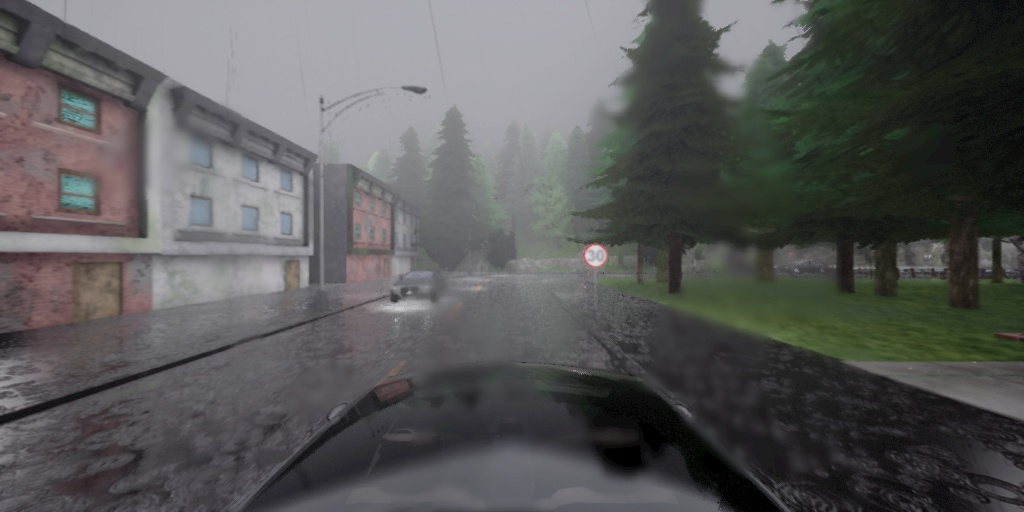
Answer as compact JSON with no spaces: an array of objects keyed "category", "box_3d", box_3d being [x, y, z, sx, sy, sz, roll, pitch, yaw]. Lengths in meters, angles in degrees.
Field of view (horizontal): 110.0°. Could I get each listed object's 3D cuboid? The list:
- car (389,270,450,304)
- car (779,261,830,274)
[{"category":"car","box_3d":[-4.093,1.329,16.466,1.994,1.385,4.181,0,0,0]},{"category":"car","box_3d":[32.702,1.293,40.216,4.892,1.490,1.837,1,0,0]}]
